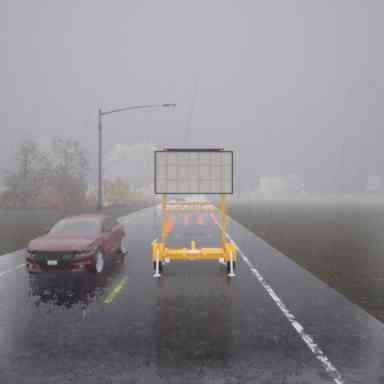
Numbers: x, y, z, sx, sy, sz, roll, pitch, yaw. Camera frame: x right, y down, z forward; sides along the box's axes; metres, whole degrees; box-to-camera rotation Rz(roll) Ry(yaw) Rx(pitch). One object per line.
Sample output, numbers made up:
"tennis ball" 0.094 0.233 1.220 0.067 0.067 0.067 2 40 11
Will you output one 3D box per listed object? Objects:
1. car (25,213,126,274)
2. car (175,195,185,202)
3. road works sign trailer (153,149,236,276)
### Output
"car" -3.453 1.482 10.749 1.882 1.535 5.008 0 0 0
"car" -2.694 1.406 76.563 2.097 1.767 4.553 0 0 1
"road works sign trailer" 0.057 0.469 10.302 2.380 3.560 2.880 0 0 -1
